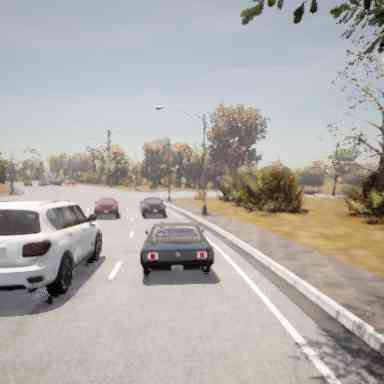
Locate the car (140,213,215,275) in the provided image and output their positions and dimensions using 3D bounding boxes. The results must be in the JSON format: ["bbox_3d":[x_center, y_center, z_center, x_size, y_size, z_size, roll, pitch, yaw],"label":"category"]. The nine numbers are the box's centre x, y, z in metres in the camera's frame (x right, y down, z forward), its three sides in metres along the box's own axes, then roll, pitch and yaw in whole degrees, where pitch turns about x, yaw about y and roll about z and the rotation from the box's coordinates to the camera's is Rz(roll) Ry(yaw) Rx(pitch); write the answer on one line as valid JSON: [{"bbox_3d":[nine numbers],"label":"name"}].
[{"bbox_3d":[-0.537,1.574,10.415,1.895,1.301,4.718,0,1,-5],"label":"car"}]

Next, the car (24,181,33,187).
[{"bbox_3d":[-40.768,-2.069,82.814,1.837,1.490,4.892,-2,4,-30],"label":"car"}]

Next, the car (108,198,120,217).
[{"bbox_3d":[-6.666,1.157,26.138,1.812,1.442,4.674,-1,3,-13],"label":"car"}]

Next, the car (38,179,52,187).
[{"bbox_3d":[-37.755,-2.327,84.582,2.097,1.767,4.553,-2,4,-30],"label":"car"}]

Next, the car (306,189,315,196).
[{"bbox_3d":[22.690,0.025,67.796,4.718,1.301,1.895,1,2,-27],"label":"car"}]

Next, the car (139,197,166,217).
[{"bbox_3d":[-3.175,1.118,26.512,1.812,1.442,4.674,-1,3,-13],"label":"car"}]

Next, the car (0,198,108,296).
[{"bbox_3d":[-3.927,1.231,8.770,2.150,2.045,5.566,0,1,-4],"label":"car"}]
